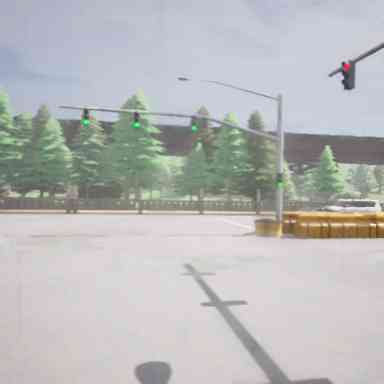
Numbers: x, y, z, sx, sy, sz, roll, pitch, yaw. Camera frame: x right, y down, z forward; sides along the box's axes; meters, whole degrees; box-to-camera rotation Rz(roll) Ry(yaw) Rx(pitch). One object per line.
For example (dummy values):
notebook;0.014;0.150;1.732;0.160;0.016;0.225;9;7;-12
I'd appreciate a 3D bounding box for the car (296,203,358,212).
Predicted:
car;8.372;1.752;22.877;4.902;1.511;2.128;1;0;-12

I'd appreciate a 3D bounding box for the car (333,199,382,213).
car;12.792;1.589;27.333;5.566;2.045;2.150;1;0;-11
